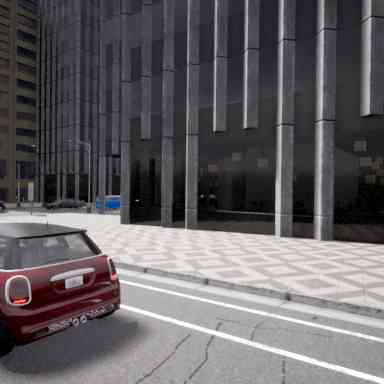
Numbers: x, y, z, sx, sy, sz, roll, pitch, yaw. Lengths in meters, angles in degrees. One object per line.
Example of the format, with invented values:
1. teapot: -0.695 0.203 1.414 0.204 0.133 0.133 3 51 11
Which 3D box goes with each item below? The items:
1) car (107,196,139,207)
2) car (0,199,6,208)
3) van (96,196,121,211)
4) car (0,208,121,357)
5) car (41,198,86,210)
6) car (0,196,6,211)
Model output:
1. car: -10.209 1.428 49.578 1.812 1.442 4.674 1 1 36
2. car: -21.543 1.277 33.784 2.097 1.767 4.553 1 1 35
3. van: -9.690 1.339 40.271 1.690 1.788 3.998 1 1 36
4. car: -3.474 1.349 6.155 4.553 1.767 2.097 0 0 35
5. car: -15.955 1.461 41.607 2.033 1.411 5.357 1 1 36
6. car: -22.972 1.323 36.432 1.967 1.590 4.097 1 1 36
